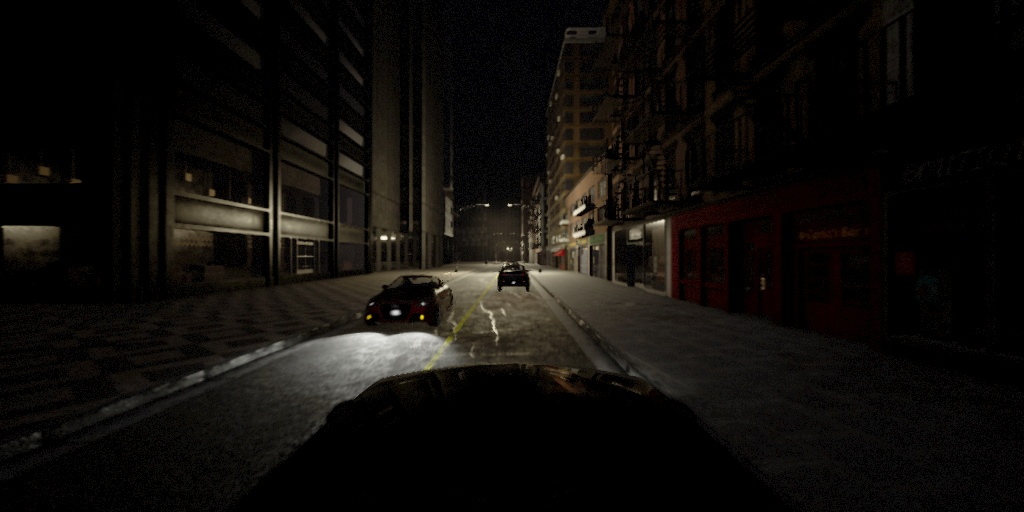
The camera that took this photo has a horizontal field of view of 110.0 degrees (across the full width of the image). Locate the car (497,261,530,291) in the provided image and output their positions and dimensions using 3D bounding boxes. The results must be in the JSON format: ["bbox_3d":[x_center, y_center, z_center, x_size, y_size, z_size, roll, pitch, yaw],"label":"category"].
[{"bbox_3d":[0.093,1.256,22.159,2.128,1.511,4.902,0,0,0],"label":"car"}]

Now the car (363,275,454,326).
[{"bbox_3d":[-3.095,1.319,11.515,1.994,1.385,4.181,0,0,0],"label":"car"}]
